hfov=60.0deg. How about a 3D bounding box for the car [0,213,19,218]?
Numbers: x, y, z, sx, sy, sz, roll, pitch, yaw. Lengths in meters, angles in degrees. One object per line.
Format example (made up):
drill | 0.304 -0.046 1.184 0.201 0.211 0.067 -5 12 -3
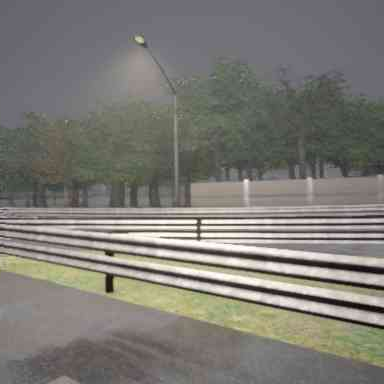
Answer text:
car | -12.831 1.969 21.316 4.718 1.301 1.895 0 -1 11
